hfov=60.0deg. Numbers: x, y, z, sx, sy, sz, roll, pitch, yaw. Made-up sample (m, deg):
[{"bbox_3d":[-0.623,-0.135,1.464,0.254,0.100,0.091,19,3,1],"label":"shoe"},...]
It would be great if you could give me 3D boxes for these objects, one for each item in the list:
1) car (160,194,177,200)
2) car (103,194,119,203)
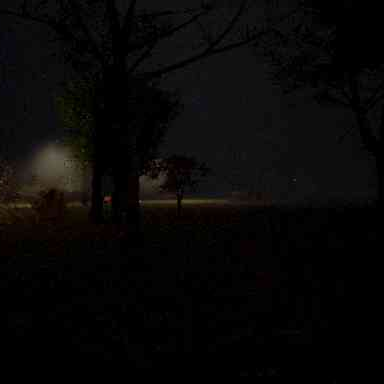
[{"bbox_3d":[-5.349,1.159,76.200,1.812,1.442,4.674,-2,-1,35],"label":"car"},{"bbox_3d":[-14.545,1.133,63.284,2.097,1.767,4.553,-2,-1,35],"label":"car"}]
